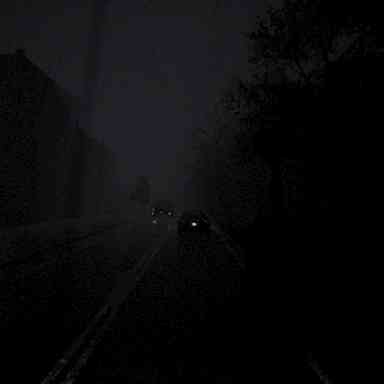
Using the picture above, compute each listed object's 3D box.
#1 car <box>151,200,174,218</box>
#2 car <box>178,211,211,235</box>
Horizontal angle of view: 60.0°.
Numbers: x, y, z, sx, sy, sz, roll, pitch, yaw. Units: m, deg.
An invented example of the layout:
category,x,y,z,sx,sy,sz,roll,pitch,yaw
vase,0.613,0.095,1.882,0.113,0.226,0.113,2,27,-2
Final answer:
category,x,y,z,sx,sy,sz,roll,pitch,yaw
car,-3.261,1.882,37.825,2.150,2.045,5.566,0,-1,0
car,0.131,1.866,21.167,1.994,1.385,4.181,0,-1,0
